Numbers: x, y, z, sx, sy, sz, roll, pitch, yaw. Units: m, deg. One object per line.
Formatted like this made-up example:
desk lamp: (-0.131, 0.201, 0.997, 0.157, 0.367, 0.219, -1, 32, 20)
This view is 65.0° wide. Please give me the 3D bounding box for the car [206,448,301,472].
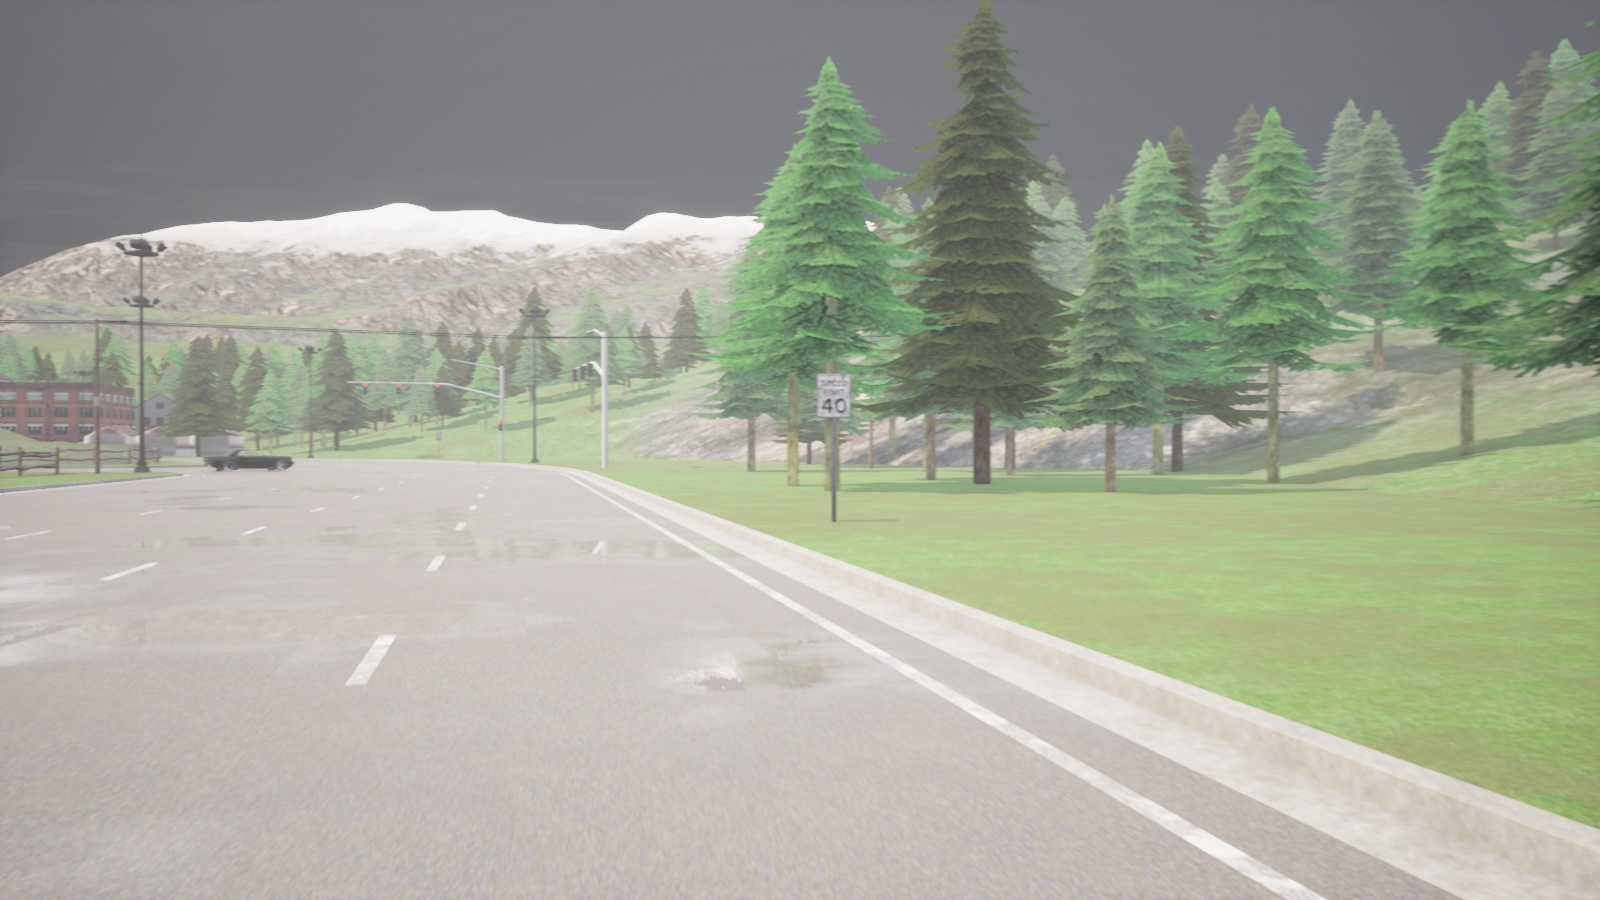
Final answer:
car: (-31.786, 0.559, 73.093, 4.718, 1.301, 1.895, 0, 0, -40)
